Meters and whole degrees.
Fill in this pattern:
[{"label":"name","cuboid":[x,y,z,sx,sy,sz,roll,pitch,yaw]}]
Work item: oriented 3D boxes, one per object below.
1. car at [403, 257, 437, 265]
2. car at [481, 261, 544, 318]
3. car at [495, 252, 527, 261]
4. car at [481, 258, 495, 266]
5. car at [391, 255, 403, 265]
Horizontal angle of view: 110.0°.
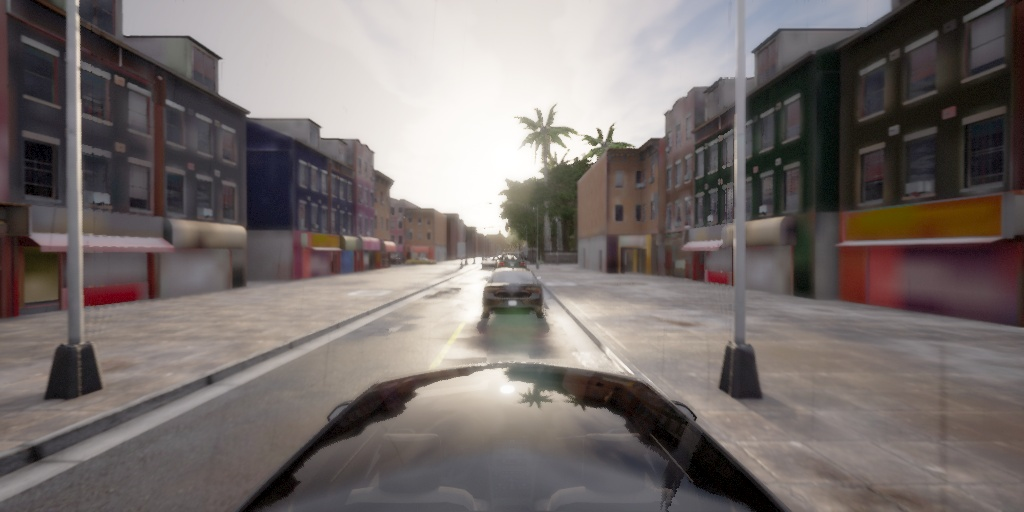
[{"label":"car","cuboid":[-14.495,0.823,57.704,4.829,1.417,1.751,0,0,0]},{"label":"car","cuboid":[0.039,1.129,12.512,1.882,1.535,5.008,0,1,1]},{"label":"car","cuboid":[0.036,0.724,29.406,2.150,2.045,5.566,0,1,0]},{"label":"car","cuboid":[-2.839,0.913,45.633,2.033,1.411,5.357,0,0,1]},{"label":"car","cuboid":[-20.117,0.626,57.692,5.009,1.841,2.192,0,0,0]}]
